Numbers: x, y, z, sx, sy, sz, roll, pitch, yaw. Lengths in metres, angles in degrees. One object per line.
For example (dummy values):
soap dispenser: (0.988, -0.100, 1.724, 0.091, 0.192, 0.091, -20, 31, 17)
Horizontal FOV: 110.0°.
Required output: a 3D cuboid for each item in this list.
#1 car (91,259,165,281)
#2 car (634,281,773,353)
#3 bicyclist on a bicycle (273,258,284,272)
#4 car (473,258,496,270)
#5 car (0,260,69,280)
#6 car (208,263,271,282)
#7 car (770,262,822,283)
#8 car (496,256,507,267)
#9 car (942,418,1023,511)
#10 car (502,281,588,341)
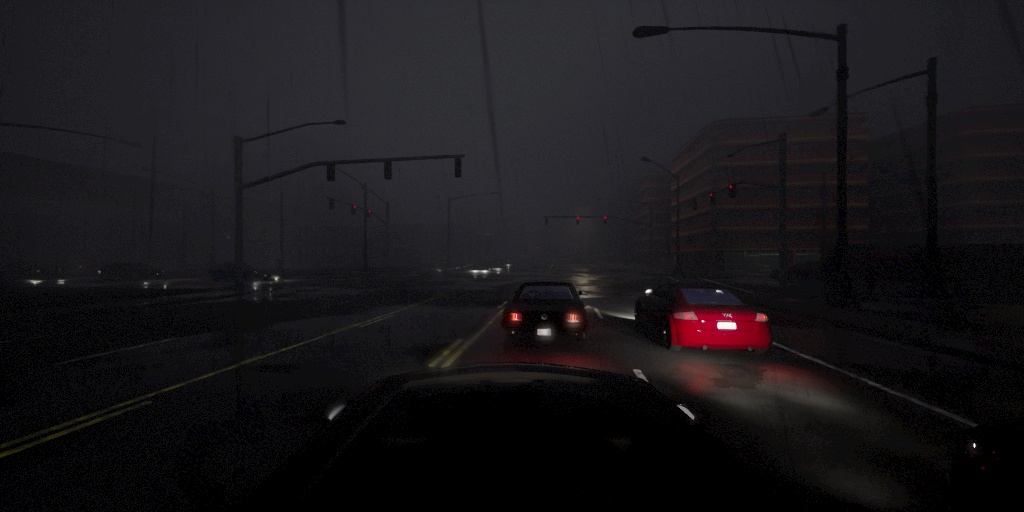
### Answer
car: (-31.989, 1.255, 30.186, 4.892, 1.490, 1.837, 0, 0, 7)
car: (4.398, 1.314, 8.909, 1.994, 1.385, 4.181, 0, 0, 7)
bicyclist on a bicycle: (-26.429, 1.053, 40.569, 0.582, 1.620, 1.656, 0, 0, 7)
car: (-3.890, 1.176, 48.697, 1.994, 1.385, 4.181, 0, 1, 8)
car: (-42.351, 1.228, 31.574, 5.008, 1.535, 1.882, 0, 0, 12)
car: (-22.036, 1.276, 29.017, 4.674, 1.442, 1.812, 0, 0, 7)
car: (22.798, 1.228, 27.588, 5.008, 1.535, 1.882, 0, 0, 7)
car: (-2.546, 1.064, 58.551, 1.895, 1.301, 4.718, 0, 1, 8)
car: (3.640, 1.242, 0.196, 2.128, 1.511, 4.902, 0, 0, 1)
car: (0.994, 1.351, 9.908, 1.895, 1.301, 4.718, 0, 0, 8)
